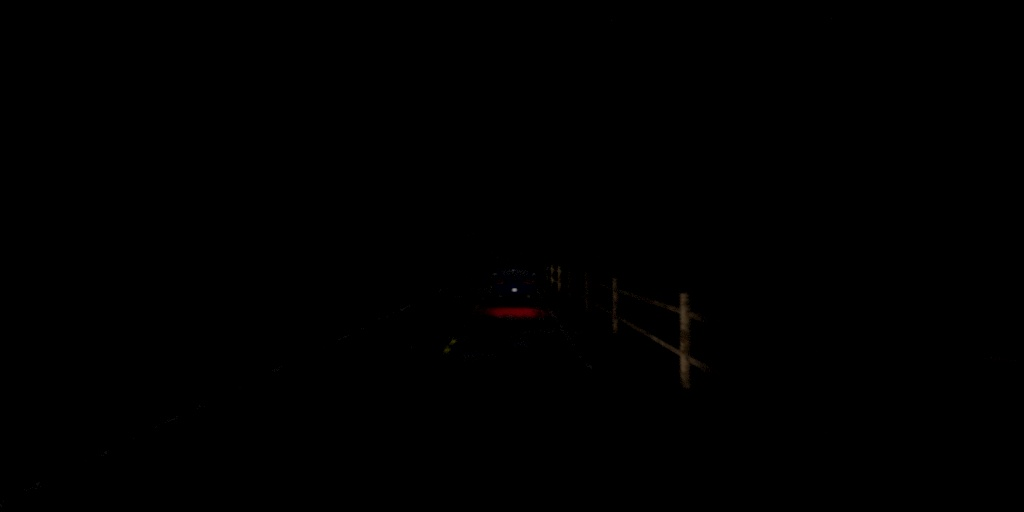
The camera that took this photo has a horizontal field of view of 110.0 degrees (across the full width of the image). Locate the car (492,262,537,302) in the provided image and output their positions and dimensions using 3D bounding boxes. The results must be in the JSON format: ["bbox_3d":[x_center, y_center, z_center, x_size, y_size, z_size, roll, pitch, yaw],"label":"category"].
[{"bbox_3d":[0.108,1.229,17.036,1.882,1.535,5.008,0,0,0],"label":"car"}]
